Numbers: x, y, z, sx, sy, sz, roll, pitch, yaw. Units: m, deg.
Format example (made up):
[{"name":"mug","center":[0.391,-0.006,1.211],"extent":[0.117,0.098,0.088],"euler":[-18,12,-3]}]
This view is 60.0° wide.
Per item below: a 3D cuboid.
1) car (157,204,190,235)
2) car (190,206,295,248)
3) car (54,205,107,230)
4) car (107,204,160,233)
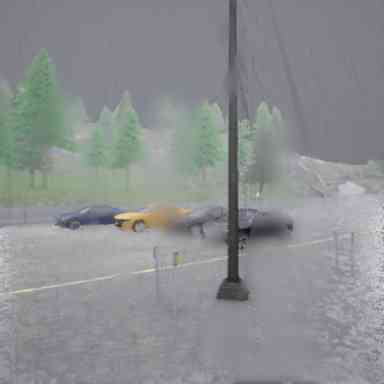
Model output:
[{"name":"car","center":[0.893,1.514,17.857],"extent":[5.008,1.535,1.882],"euler":[0,0,-39]},{"name":"car","center":[2.605,1.490,14.758],"extent":[4.902,1.511,2.128],"euler":[0,0,-39]},{"name":"car","center":[-6.263,1.543,21.193],"extent":[4.674,1.442,1.812],"euler":[0,0,-37]},{"name":"car","center":[-2.180,1.486,19.905],"extent":[5.008,1.535,1.882],"euler":[0,0,-38]}]
